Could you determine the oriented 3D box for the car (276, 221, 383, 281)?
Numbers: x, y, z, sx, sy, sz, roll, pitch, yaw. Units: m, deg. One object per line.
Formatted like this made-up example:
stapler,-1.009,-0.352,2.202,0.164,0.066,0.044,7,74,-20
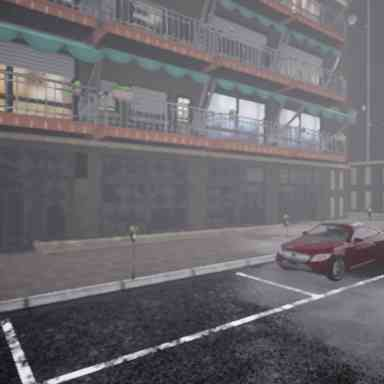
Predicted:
car,4.256,1.523,9.587,4.206,1.307,1.802,0,1,-36
